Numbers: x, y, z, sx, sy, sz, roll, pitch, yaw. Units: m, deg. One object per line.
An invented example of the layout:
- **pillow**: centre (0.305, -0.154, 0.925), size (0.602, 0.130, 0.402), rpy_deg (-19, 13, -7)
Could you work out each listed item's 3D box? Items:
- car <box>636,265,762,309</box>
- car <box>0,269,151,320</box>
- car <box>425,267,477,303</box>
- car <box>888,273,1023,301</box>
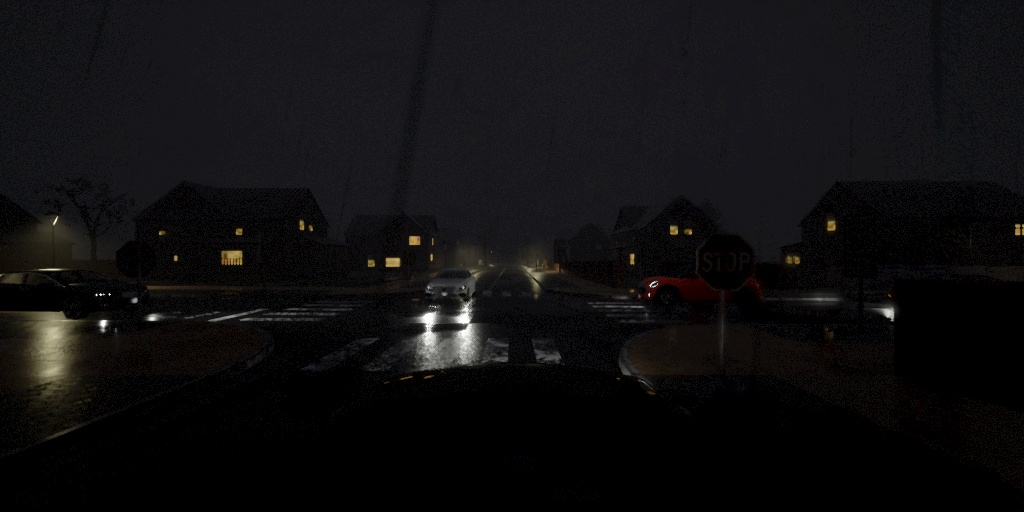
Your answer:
- **car**: centre (7.683, 1.152, 15.106), size (4.553, 1.767, 2.097), rpy_deg (0, 0, 5)
- **car**: centre (-14.861, 1.186, 11.811), size (4.902, 1.511, 2.128), rpy_deg (0, 0, 0)
- **car**: centre (-2.717, 1.276, 16.759), size (1.812, 1.442, 4.674), rpy_deg (0, 0, 0)
- **car**: centre (18.316, 1.428, 14.782), size (4.181, 1.385, 1.994), rpy_deg (0, 0, 0)
